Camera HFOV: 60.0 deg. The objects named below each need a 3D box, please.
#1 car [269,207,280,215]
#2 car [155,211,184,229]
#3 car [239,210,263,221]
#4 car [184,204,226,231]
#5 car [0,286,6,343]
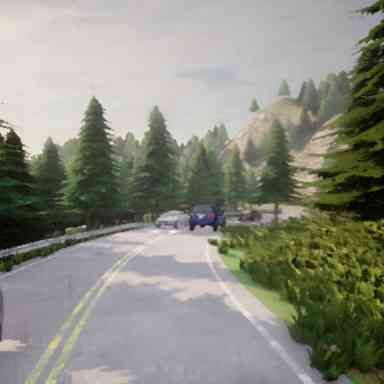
[{"bbox_3d":[16.612,3.701,65.527,2.033,1.411,5.357,1,-1,25],"label":"car"},{"bbox_3d":[-1.645,2.370,29.041,1.812,1.442,4.674,0,-2,18],"label":"car"},{"bbox_3d":[7.100,2.854,40.338,1.812,1.442,4.674,1,-1,28],"label":"car"},{"bbox_3d":[1.356,2.050,27.161,2.150,2.045,5.566,0,-2,15],"label":"car"},{"bbox_3d":[-3.476,1.586,2.814,1.837,1.490,4.892,-1,-2,-3],"label":"car"}]
